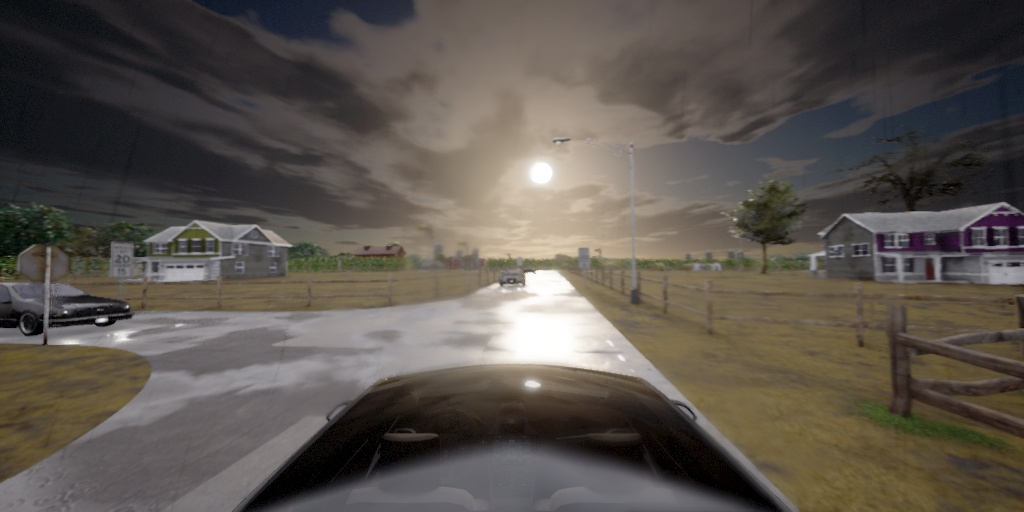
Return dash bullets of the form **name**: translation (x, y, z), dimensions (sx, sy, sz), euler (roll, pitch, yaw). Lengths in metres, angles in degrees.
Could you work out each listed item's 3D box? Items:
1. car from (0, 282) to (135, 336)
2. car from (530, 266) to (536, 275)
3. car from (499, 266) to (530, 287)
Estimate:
- **car**: translation (-14.402, 1.476, 10.609), dimensions (5.357, 1.411, 2.033), euler (0, -2, 6)
- **car**: translation (2.732, 2.194, 55.609), dimensions (1.895, 1.301, 4.718), euler (-1, -1, 6)
- **car**: translation (0.148, 1.737, 29.105), dimensions (1.994, 1.385, 4.181), euler (-1, -1, 6)
